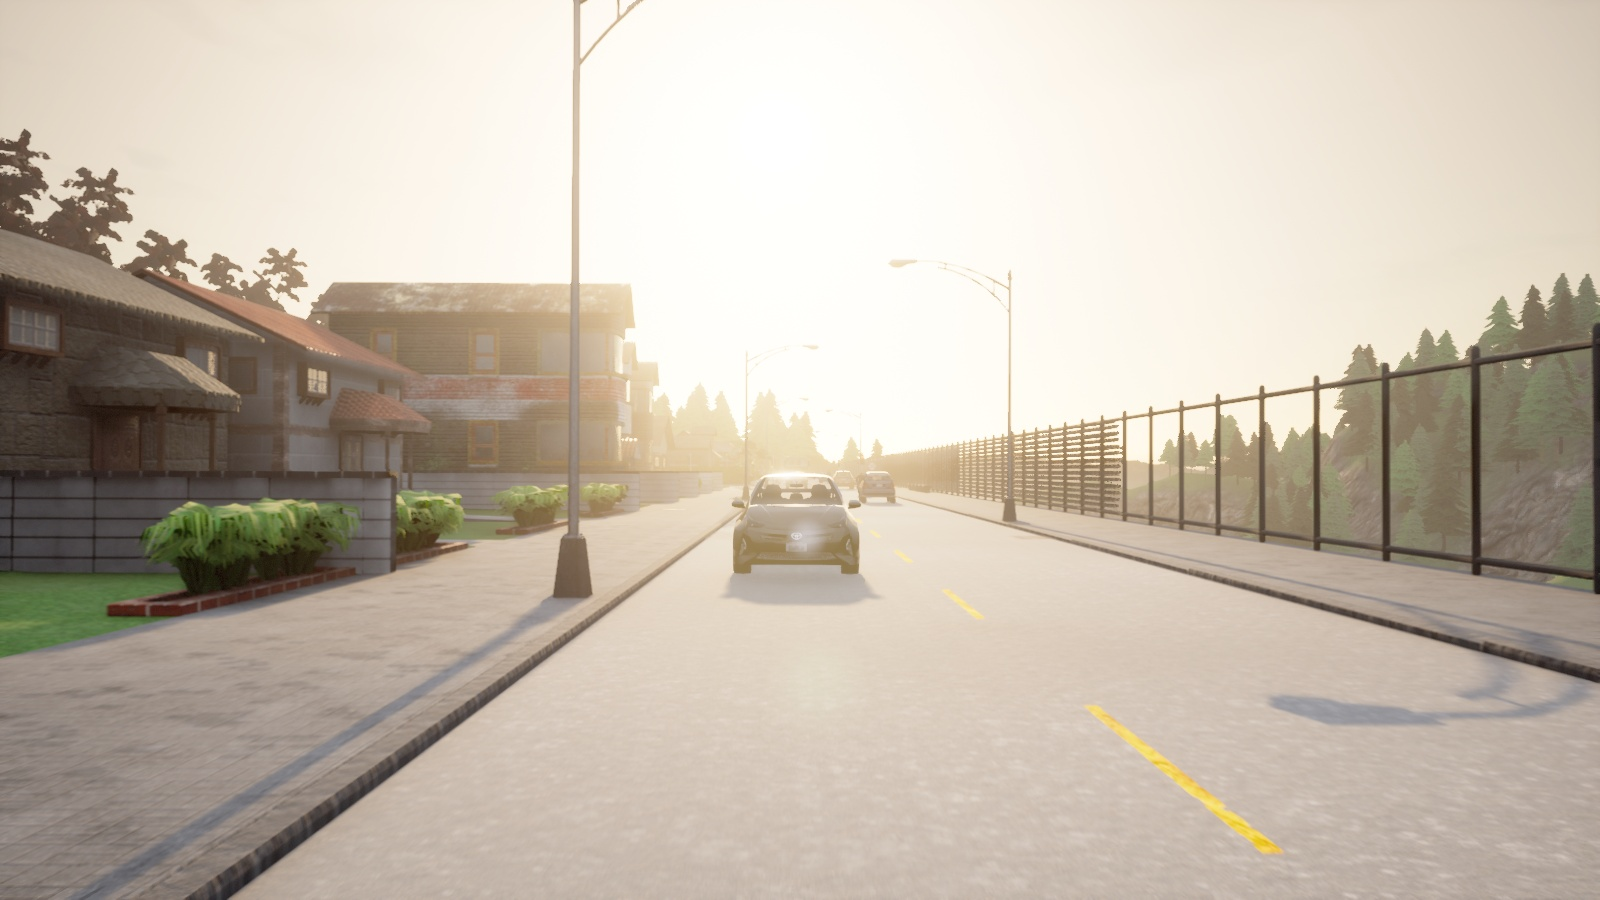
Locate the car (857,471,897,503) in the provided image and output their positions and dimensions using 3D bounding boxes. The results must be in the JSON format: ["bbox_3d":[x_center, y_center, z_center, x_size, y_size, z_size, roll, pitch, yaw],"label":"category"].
[{"bbox_3d":[3.846,1.833,63.038,1.789,1.549,3.705,0,-1,0],"label":"car"}]

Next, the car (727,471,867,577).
[{"bbox_3d":[-0.050,1.103,20.369,2.007,1.525,4.514,0,-1,0],"label":"car"}]
